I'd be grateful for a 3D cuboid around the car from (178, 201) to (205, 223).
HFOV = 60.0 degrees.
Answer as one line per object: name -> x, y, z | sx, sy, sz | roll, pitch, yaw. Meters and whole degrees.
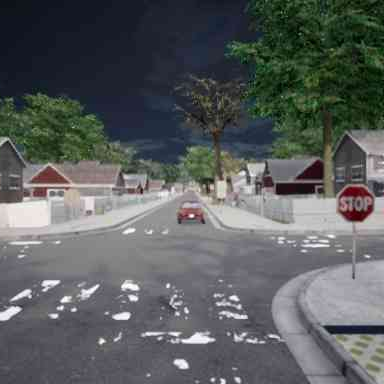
car -> -0.036, 1.402, 24.174 | 1.812, 1.442, 4.674 | 0, 0, 0
